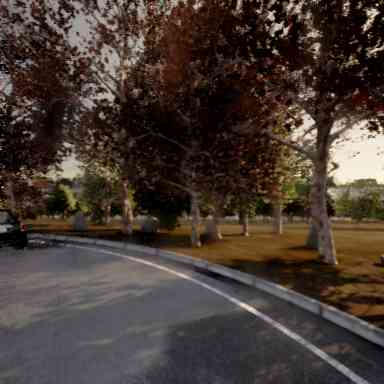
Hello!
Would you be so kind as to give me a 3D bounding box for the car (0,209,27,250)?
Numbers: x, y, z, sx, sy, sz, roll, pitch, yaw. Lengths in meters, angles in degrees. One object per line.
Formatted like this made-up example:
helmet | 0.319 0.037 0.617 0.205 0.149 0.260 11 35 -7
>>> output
car | -8.694 1.434 13.195 4.553 1.767 2.097 -1 1 31
